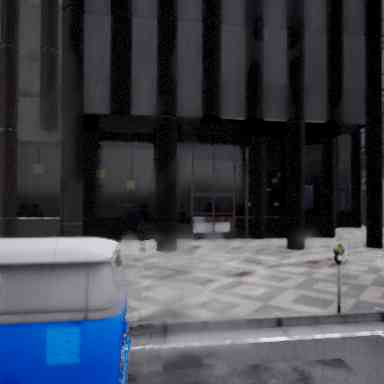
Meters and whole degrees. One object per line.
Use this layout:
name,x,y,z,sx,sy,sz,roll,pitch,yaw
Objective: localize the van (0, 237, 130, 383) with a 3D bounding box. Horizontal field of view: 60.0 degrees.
van,-2.591,1.399,3.497,3.998,1.788,1.690,0,-1,-8
